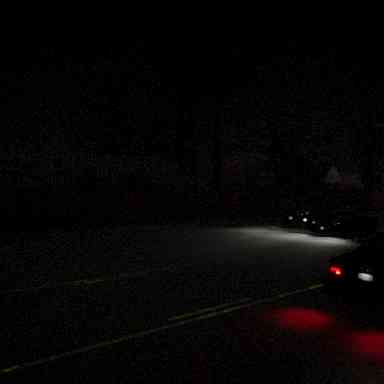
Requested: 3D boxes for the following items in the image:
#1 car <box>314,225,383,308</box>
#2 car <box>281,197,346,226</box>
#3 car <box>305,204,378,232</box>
[{"bbox_3d":[5.162,1.592,7.453,5.357,1.411,2.033,0,0,-36],"label":"car"},{"bbox_3d":[8.632,1.345,23.079,5.566,2.045,2.150,1,-1,-35],"label":"car"},{"bbox_3d":[8.751,1.629,18.869,4.674,1.442,1.812,0,0,-35],"label":"car"}]
